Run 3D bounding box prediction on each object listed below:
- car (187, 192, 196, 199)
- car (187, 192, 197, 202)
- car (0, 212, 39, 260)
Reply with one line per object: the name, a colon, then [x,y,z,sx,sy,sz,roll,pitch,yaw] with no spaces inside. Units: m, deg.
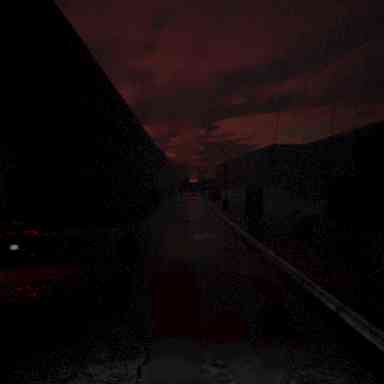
car: [-0.026,0.688,70.897,1.812,1.442,4.674,0,0,0]
car: [-0.022,1.056,60.914,1.895,1.301,4.718,0,1,0]
car: [-6.924,1.327,10.739,5.008,1.535,1.882,2,-1,37]
